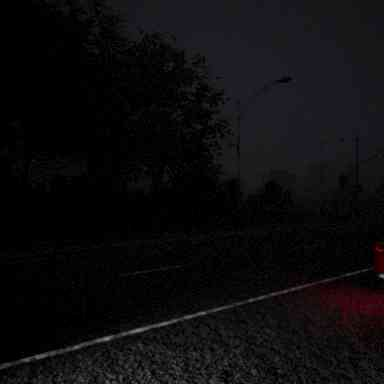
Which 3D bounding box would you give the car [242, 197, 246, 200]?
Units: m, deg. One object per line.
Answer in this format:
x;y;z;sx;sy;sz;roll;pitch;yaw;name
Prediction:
8.305;1.456;54.578;1.882;1.535;5.008;0;0;-32;car

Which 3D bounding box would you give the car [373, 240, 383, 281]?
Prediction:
6.577;1.482;8.439;5.008;1.535;1.882;0;0;-36;car
